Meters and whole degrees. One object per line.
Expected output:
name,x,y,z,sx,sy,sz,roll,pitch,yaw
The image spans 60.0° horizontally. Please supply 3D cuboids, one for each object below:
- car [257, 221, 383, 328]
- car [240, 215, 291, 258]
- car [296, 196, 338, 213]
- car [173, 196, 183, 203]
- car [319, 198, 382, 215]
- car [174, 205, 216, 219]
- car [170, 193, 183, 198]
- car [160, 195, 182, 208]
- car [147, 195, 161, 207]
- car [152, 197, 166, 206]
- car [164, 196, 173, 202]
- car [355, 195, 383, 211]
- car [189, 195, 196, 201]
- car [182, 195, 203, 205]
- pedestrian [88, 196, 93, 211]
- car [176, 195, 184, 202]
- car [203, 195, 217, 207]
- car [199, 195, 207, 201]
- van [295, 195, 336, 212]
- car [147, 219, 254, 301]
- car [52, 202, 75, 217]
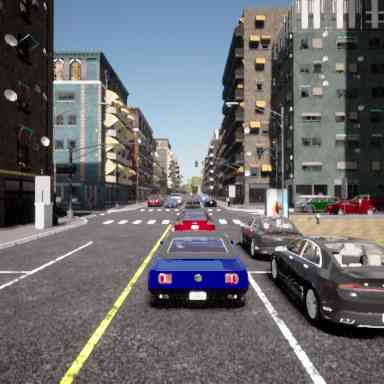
car,2.846,1.552,6.901,2.008,1.369,4.403,1,0,0
car,2.858,1.552,12.471,2.008,1.369,4.403,1,0,0
car,13.413,1.266,34.879,4.553,1.767,2.097,0,-1,1
car,-2.853,1.579,68.590,1.994,1.385,4.181,0,0,0
car,13.769,1.407,29.077,4.206,1.307,1.802,0,0,1
car,0.133,1.566,17.149,1.994,1.385,4.181,0,0,0
car,-2.945,1.233,58.648,2.150,2.045,5.566,0,0,1
car,-2.992,1.557,48.647,2.033,1.411,5.357,0,0,1
car,-5.560,1.325,50.723,2.192,1.841,5.009,1,0,0
car,-5.551,1.556,56.294,1.887,1.381,4.507,1,0,0
car,-5.501,1.584,78.578,1.947,1.339,4.313,1,0,0
car,19.376,1.221,37.407,5.009,1.841,2.192,0,0,1
car,0.204,1.545,90.095,1.812,1.442,4.674,0,0,0
car,0.147,1.500,47.421,2.128,1.511,4.902,0,0,1
pedestrian,-12.437,1.340,40.663,0.375,1.860,0.375,0,0,1
car,-2.821,1.518,79.000,1.837,1.490,4.892,0,0,0
car,2.816,1.576,50.664,1.947,1.339,4.313,1,0,0
car,2.905,1.566,89.661,1.887,1.381,4.507,1,0,0
van,13.848,1.290,37.459,3.998,1.788,1.690,0,0,1
car,0.118,1.602,8.286,1.895,1.301,4.718,0,0,0
car,-13.387,1.638,31.707,4.181,1.385,1.994,0,-1,5
